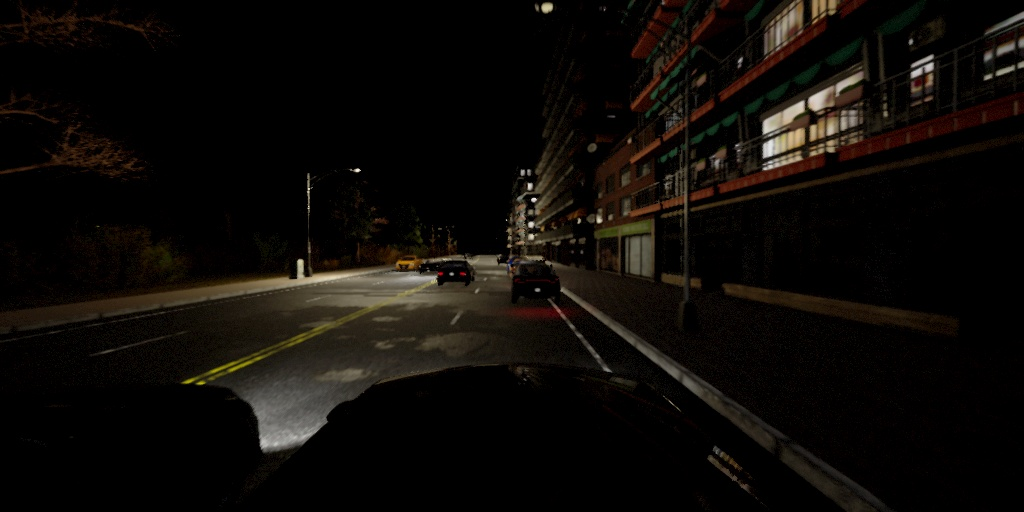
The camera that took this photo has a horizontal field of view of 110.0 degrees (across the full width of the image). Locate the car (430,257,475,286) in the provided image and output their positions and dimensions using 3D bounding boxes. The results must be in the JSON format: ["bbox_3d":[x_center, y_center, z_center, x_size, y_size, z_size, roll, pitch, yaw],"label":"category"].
[{"bbox_3d":[-3.346,0.995,22.090,2.033,1.411,5.357,0,1,-1],"label":"car"}]

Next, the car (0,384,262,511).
[{"bbox_3d":[-3.158,1.322,1.372,1.994,1.385,4.181,0,1,0],"label":"car"}]

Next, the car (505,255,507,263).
[{"bbox_3d":[0.564,0.785,31.408,1.882,1.535,5.008,0,1,-2],"label":"car"}]

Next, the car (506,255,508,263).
[{"bbox_3d":[0.708,0.848,25.568,1.801,1.575,5.366,0,1,-1],"label":"car"}]

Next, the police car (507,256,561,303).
[{"bbox_3d":[0.886,0.968,15.437,1.930,1.638,5.238,0,1,-1],"label":"police car"}]

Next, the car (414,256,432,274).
[{"bbox_3d":[-7.037,0.904,32.166,1.895,1.301,4.718,0,1,-2],"label":"car"}]

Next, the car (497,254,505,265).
[{"bbox_3d":[-1.157,0.561,51.952,2.033,1.411,5.357,0,1,-2],"label":"car"}]

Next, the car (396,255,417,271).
[{"bbox_3d":[-10.414,0.717,36.727,1.882,1.535,5.008,0,1,-2],"label":"car"}]
